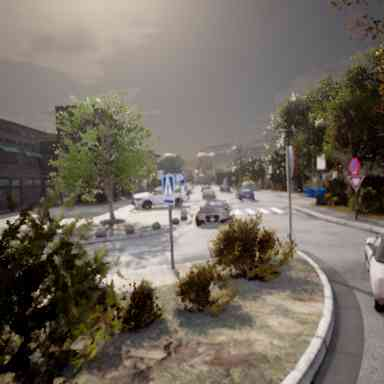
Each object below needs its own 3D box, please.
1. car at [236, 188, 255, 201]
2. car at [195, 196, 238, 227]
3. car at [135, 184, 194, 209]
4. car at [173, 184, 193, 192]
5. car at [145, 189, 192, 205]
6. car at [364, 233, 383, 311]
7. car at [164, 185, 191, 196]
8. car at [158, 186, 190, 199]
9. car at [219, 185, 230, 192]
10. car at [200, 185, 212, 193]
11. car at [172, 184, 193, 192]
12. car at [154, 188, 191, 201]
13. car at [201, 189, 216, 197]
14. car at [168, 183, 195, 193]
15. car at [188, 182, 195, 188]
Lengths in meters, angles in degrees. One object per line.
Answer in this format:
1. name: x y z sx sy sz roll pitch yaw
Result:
1. car: 6.460 0.249 40.735 1.812 1.442 4.674 -2 2 1
2. car: 1.478 1.233 20.258 1.994 1.385 4.181 -2 2 11
3. car: -3.160 0.594 34.701 5.566 2.045 2.435 -4 2 -19
4. car: -2.372 -1.072 85.733 4.553 1.767 2.185 -4 2 -19
5. car: -2.875 0.612 40.795 5.366 1.575 1.946 -4 2 -19
6. car: 4.797 1.497 7.064 1.895 1.301 4.718 -2 1 26
7. car: -2.709 -0.254 61.743 4.553 1.767 2.185 -4 2 -19
8. car: -2.919 0.072 52.733 4.553 1.767 2.185 -4 2 -19
9. car: 6.783 -0.808 69.584 2.128 1.511 4.902 -2 2 1
10. car: 2.613 -0.588 62.033 1.994 1.385 4.181 -2 2 1
11. car: -2.420 -0.972 82.734 4.553 1.767 2.185 -4 2 -19
12. car: -2.917 0.303 49.735 5.008 1.535 2.097 -4 2 -19
13. car: 2.294 0.265 45.465 1.812 1.442 4.674 -2 2 1
14. car: -2.482 -0.899 76.759 5.566 2.045 2.435 -4 2 -19
15. car: -2.622 -0.590 67.748 5.566 2.045 2.435 -4 2 -19
